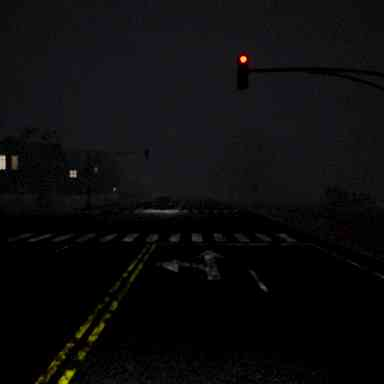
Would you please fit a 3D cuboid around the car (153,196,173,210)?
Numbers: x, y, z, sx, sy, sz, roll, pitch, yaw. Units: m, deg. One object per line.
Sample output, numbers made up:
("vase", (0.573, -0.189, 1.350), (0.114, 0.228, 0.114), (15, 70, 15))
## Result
("car", (-3.229, 1.204, 37.597), (1.882, 1.535, 5.008), (0, 2, 0))
